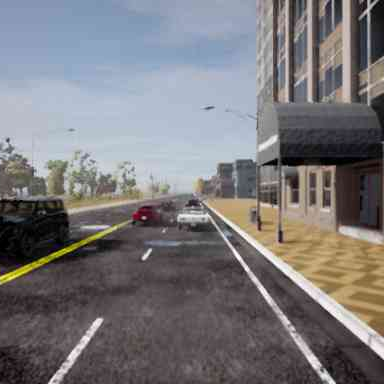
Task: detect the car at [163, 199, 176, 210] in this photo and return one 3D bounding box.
[{"bbox_3d":[-3.160,1.618,42.423,1.994,1.385,4.181,0,0,0],"label":"car"}]

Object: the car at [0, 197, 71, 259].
[{"bbox_3d":[-6.586,1.240,12.975,2.150,2.045,5.566,0,0,0],"label":"car"}]

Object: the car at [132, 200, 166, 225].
[{"bbox_3d":[-3.159,1.558,24.271,1.812,1.442,4.674,0,0,0],"label":"car"}]

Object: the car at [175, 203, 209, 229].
[{"bbox_3d":[0.086,1.630,21.864,1.895,1.301,4.718,0,0,0],"label":"car"}]

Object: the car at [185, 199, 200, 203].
[{"bbox_3d":[0.091,1.580,42.050,1.812,1.442,4.674,0,0,0],"label":"car"}]
